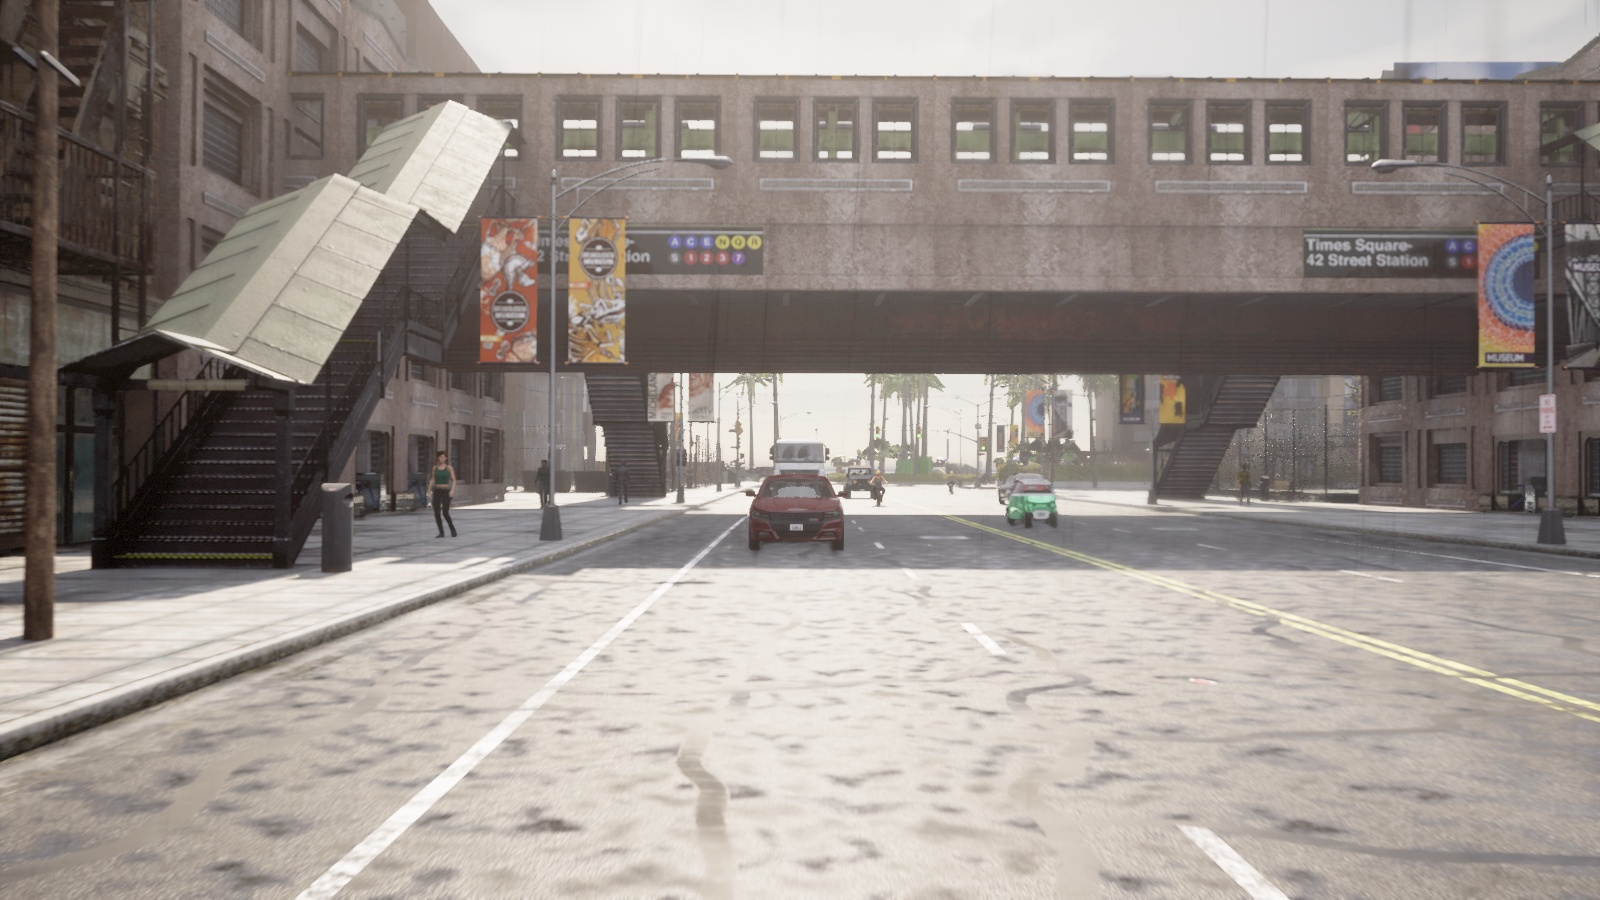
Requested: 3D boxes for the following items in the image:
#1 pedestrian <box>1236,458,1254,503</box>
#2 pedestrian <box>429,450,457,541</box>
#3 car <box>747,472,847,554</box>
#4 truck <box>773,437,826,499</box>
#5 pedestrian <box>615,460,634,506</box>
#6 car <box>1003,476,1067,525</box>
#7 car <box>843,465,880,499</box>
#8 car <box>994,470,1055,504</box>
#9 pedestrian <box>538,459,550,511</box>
[{"bbox_3d":[18.467,1.270,52.118,0.431,1.840,0.709,0,-1,-2],"label":"pedestrian"},{"bbox_3d":[-7.344,0.933,25.841,0.345,1.836,0.594,0,-1,5],"label":"pedestrian"},{"bbox_3d":[-0.063,1.232,26.235,1.882,1.535,5.008,0,-1,0],"label":"car"},{"bbox_3d":[-0.028,1.064,73.553,2.891,3.462,7.936,0,-1,0],"label":"truck"},{"bbox_3d":[-7.290,1.374,52.155,0.563,1.883,0.849,0,-1,7],"label":"pedestrian"},{"bbox_3d":[6.918,1.464,37.172,1.481,1.376,2.207,0,-1,0],"label":"car"},{"bbox_3d":[3.478,1.797,71.678,1.905,1.878,3.866,0,-1,0],"label":"car"},{"bbox_3d":[10.502,1.707,59.019,2.007,1.525,4.514,0,-1,0],"label":"car"},{"bbox_3d":[-9.238,1.267,45.346,0.353,1.847,0.614,0,-1,-3],"label":"pedestrian"}]
